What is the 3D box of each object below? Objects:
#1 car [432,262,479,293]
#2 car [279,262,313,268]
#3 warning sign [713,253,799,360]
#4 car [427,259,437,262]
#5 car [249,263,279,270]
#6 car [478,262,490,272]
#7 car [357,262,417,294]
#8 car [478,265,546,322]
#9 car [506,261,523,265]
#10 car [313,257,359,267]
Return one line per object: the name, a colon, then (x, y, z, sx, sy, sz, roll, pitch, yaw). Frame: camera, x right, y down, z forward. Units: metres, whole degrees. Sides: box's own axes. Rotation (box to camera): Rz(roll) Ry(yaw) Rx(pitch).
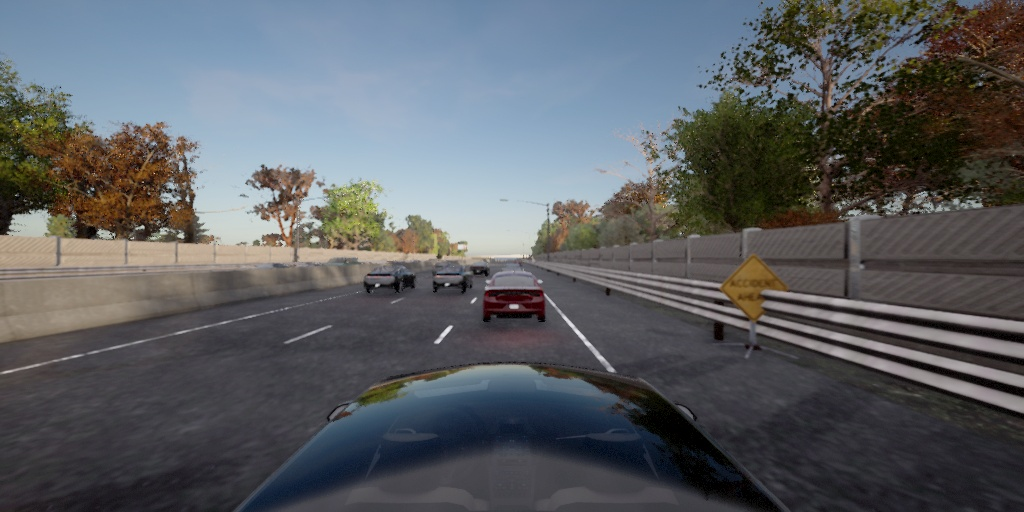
car: (-3.413, 1.314, 21.351, 2.128, 1.511, 4.902, 0, 0, 0)
car: (-21.113, 1.385, 36.998, 2.128, 1.511, 4.902, 0, 0, 0)
warning sign: (4.548, 0.882, 6.770, 1.300, 1.860, 1.060, 0, 0, 0)
car: (-6.922, 1.384, 36.854, 2.128, 1.511, 4.902, 0, 0, 0)
car: (-24.613, 1.417, 36.418, 1.812, 1.442, 4.674, 0, 0, 0)
car: (-3.421, 1.377, 38.494, 1.882, 1.535, 5.008, 0, 0, 0)
car: (-6.914, 1.312, 20.858, 2.128, 1.511, 4.902, 0, 0, 0)
car: (0.073, 1.265, 12.537, 1.882, 1.535, 5.008, 0, 0, 0)
car: (0.079, 1.416, 31.982, 2.033, 1.411, 5.357, 0, 0, 0)
car: (-17.617, 1.115, 36.867, 2.150, 2.045, 5.566, 0, 0, 0)
